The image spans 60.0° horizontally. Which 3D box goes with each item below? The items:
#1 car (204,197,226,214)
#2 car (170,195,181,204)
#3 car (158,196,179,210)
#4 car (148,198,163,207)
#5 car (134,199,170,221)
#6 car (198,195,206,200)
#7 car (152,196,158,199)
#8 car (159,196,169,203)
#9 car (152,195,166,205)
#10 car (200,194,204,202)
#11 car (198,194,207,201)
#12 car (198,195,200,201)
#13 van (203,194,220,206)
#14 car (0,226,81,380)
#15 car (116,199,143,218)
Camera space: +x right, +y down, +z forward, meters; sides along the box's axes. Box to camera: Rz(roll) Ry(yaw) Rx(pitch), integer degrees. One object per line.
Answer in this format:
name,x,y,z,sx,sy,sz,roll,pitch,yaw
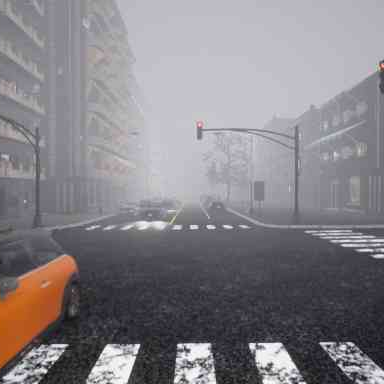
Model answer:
car,2.677,1.555,35.717,1.947,1.339,4.313,0,0,0
car,-3.031,1.522,62.081,2.033,1.411,5.357,0,0,0
car,-3.108,1.550,42.917,1.994,1.385,4.181,0,0,0
car,-5.709,1.562,52.323,1.802,1.307,4.206,0,0,0
car,-3.131,1.556,27.027,1.994,1.385,4.181,0,0,1
car,2.661,1.495,91.052,1.887,1.381,4.507,0,0,0
car,-5.705,1.531,41.255,1.887,1.381,4.507,0,0,0
car,-5.713,1.551,68.923,1.802,1.307,4.206,0,0,0
car,-5.712,1.417,57.856,1.967,1.590,4.097,0,0,0
car,2.671,1.420,52.318,1.967,1.590,4.097,0,0,0
car,2.661,1.396,85.518,1.967,1.590,4.097,0,0,0
car,2.663,1.280,74.451,2.192,1.841,5.009,0,0,0
van,2.673,1.327,41.250,1.690,1.788,3.998,0,0,0
car,-3.109,1.389,4.279,2.097,1.767,4.553,0,-1,0
car,-5.703,1.542,30.188,2.008,1.369,4.403,0,0,0
